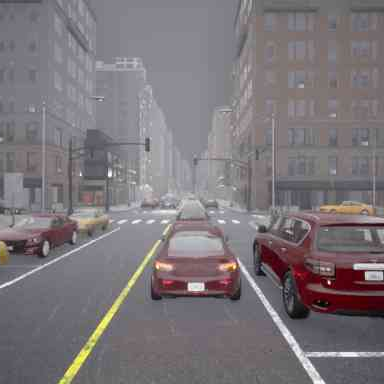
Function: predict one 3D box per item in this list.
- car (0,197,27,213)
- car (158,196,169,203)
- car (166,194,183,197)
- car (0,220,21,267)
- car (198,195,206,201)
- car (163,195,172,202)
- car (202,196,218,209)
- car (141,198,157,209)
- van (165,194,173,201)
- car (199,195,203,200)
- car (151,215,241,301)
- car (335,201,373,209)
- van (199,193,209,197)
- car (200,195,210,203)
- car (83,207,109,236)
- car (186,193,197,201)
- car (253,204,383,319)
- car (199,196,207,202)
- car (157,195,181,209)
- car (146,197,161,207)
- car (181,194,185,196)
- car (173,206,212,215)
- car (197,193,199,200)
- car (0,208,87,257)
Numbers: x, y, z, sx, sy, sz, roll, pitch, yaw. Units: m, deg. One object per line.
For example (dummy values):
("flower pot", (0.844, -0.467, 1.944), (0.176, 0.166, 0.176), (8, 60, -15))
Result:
("car", (-17.266, 1.198, 29.723), (4.553, 1.767, 2.097), (1, -1, 0))
("car", (-5.862, 1.601, 68.247), (1.802, 1.307, 4.206), (1, 0, 0))
("car", (-3.098, 1.561, 55.315), (2.033, 1.411, 5.357), (0, 0, 0))
("car", (-5.850, 1.527, 7.116), (1.752, 1.417, 4.829), (1, 0, 0))
("car", (2.659, 1.599, 90.934), (1.947, 1.339, 4.313), (1, 0, 0))
("car", (-5.863, 1.466, 79.592), (1.967, 1.590, 4.097), (1, 0, 0))
("car", (2.668, 1.593, 45.548), (1.802, 1.307, 4.206), (1, 0, 0))
("car", (-5.858, 1.555, 45.555), (1.887, 1.381, 4.507), (1, 0, 0))
("van", (-5.863, 1.371, 85.265), (1.690, 1.788, 3.998), (1, 0, 0))
("car", (2.665, 1.596, 56.894), (1.802, 1.307, 4.206), (1, 0, 0))
("car", (0.084, 1.527, 8.235), (1.812, 1.442, 4.674), (0, 0, 0))
("car", (15.118, 1.641, 32.745), (5.008, 1.535, 1.882), (0, -1, 1))
("van", (2.667, 1.358, 62.568), (1.690, 1.788, 3.998), (1, 0, 0))
("car", (2.666, 1.594, 51.221), (1.802, 1.307, 4.206), (1, 0, 0))
("car", (-5.852, 1.529, 18.365), (1.752, 1.417, 4.829), (1, 0, 0))
("car", (-0.015, 1.570, 85.281), (2.033, 1.411, 5.357), (0, 0, 0))
("car", (2.678, 1.316, 7.279), (2.192, 1.841, 5.009), (1, 0, 0))
("car", (2.661, 1.608, 79.588), (1.802, 1.307, 4.206), (1, 0, 0))
("car", (-3.092, 1.502, 45.464), (2.128, 1.511, 4.902), (0, 0, 1))
("car", (-5.859, 1.557, 51.228), (1.887, 1.381, 4.507), (1, 0, 0))
("car", (-3.043, 1.566, 65.744), (2.033, 1.411, 5.357), (0, 0, 1))
("car", (0.060, 1.605, 17.413), (1.895, 1.301, 4.718), (0, 0, 0))
("car", (2.666, 1.335, 68.241), (2.192, 1.841, 5.009), (1, 0, 0))
("car", (-5.851, 1.547, 12.911), (1.887, 1.381, 4.507), (1, 0, 0))
